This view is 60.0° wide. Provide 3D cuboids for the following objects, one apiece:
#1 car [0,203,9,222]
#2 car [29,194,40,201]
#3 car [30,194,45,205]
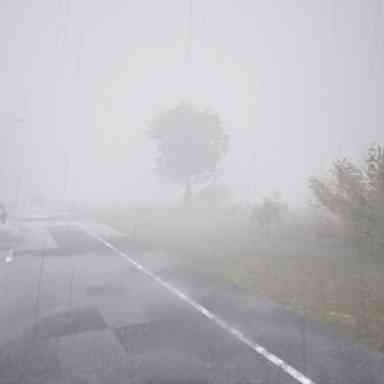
[{"bbox_3d":[-13.717,1.364,22.890,1.895,1.301,4.718,1,0,-26],"label":"car"},{"bbox_3d":[-31.403,1.017,66.438,1.895,1.301,4.718,1,0,-26],"label":"car"},{"bbox_3d":[-22.973,1.136,49.562,1.994,1.385,4.181,1,0,-26],"label":"car"}]
